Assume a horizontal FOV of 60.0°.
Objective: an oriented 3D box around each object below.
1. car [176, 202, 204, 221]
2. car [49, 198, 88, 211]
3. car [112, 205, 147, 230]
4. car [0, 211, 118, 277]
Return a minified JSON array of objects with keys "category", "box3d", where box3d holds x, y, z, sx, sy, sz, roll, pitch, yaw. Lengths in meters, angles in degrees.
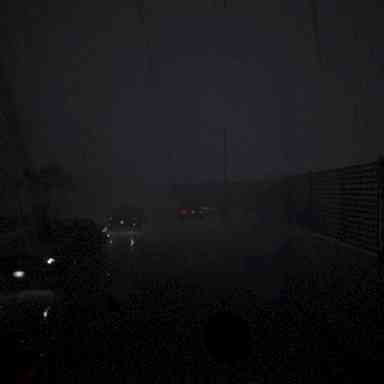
[{"category":"car","box3d":[-0.230,1.532,27.018,2.033,1.411,5.357,0,0,-7]},{"category":"car","box3d":[-14.442,1.454,37.813,5.008,1.535,1.882,0,0,2]},{"category":"car","box3d":[-3.999,1.551,20.997,1.994,1.385,4.181,0,0,0]},{"category":"car","box3d":[-4.057,1.541,10.459,2.033,1.411,5.357,0,0,0]}]
